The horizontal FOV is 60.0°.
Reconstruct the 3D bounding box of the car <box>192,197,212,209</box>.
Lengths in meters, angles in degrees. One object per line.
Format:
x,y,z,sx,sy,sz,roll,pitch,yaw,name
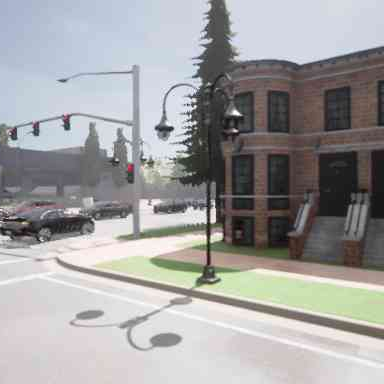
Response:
1.593,1.593,45.706,1.812,1.442,4.674,0,0,15,car

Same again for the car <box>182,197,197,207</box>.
-0.364,1.561,53.224,1.882,1.535,5.008,0,0,6,car

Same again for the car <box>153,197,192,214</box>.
-2.349,1.539,36.270,1.882,1.535,5.008,0,0,28,car

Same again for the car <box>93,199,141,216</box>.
-7.620,1.548,34.315,1.882,1.535,5.008,0,0,33,car

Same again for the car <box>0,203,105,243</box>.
-6.859,1.531,16.427,2.128,1.511,4.902,-1,0,22,car

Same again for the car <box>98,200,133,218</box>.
-7.448,1.565,28.320,1.837,1.490,4.892,0,0,34,car

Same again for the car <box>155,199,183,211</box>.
-2.918,1.674,43.047,1.895,1.301,4.718,0,0,21,car

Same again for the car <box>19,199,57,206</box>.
-12.835,1.421,26.709,2.097,1.767,4.553,0,0,35,car
